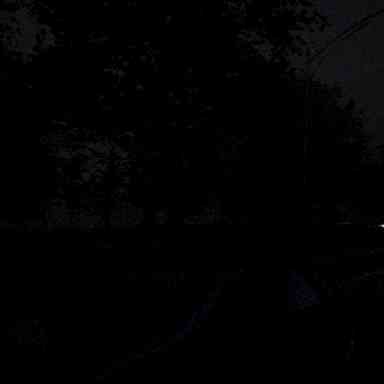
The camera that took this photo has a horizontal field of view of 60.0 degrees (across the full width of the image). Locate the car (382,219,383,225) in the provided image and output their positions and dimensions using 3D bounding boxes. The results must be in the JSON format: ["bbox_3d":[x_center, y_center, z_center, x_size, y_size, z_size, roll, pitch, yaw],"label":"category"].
[{"bbox_3d":[26.036,3.595,41.937,4.181,1.385,1.994,3,-2,-25],"label":"car"}]

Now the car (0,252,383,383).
[{"bbox_3d":[0.383,1.566,4.266,5.357,1.411,2.033,1,0,-35],"label":"car"}]
